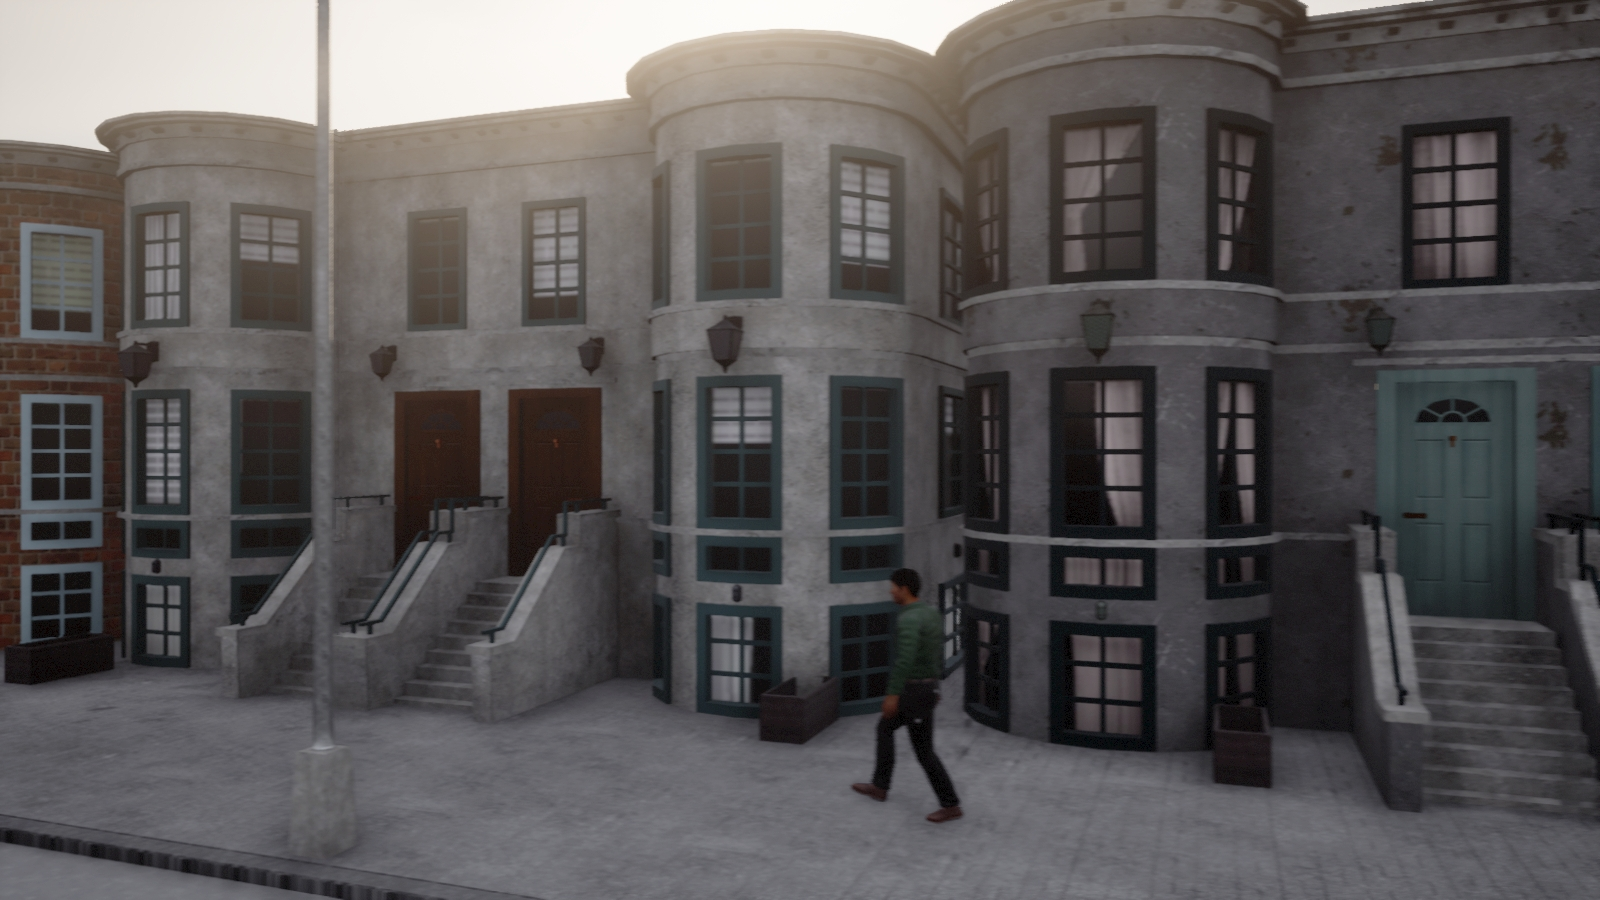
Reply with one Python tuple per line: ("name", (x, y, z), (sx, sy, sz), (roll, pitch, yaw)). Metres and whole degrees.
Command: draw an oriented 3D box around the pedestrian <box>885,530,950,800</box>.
("pedestrian", (0.850, 1.526, 8.271), (0.375, 1.860, 0.375), (0, 0, 23))
